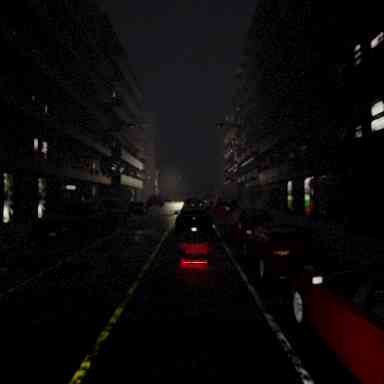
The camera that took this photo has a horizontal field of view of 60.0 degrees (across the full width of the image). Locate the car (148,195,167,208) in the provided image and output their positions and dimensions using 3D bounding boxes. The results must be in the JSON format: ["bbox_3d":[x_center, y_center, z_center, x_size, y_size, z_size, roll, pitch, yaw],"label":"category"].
[{"bbox_3d":[-5.300,1.306,48.352,2.192,1.841,5.009,1,0,0],"label":"car"}]

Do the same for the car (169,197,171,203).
[{"bbox_3d":[-5.311,1.616,70.477,1.802,1.307,4.206,1,0,0],"label":"car"}]

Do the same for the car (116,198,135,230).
[{"bbox_3d":[-5.294,1.297,20.700,2.192,1.841,5.009,1,0,0],"label":"car"}]

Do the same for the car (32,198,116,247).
[{"bbox_3d":[-5.294,1.300,15.170,2.192,1.841,5.009,1,0,0],"label":"car"}]

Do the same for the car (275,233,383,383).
[{"bbox_3d":[2.583,1.540,4.049,1.887,1.381,4.507,1,0,0],"label":"car"}]

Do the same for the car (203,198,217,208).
[{"bbox_3d":[2.540,1.574,48.298,1.802,1.307,4.206,1,0,0],"label":"car"}]

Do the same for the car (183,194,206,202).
[{"bbox_3d":[0.098,1.333,35.084,2.097,1.767,4.553,0,0,0],"label":"car"}]

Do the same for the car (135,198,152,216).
[{"bbox_3d":[-5.303,1.546,31.763,1.947,1.339,4.313,1,0,0],"label":"car"}]

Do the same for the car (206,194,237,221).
[{"bbox_3d":[2.550,1.295,26.172,2.192,1.841,5.009,1,0,0],"label":"car"}]

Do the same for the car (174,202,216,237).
[{"bbox_3d":[0.097,1.488,17.876,1.837,1.490,4.892,0,0,0],"label":"car"}]

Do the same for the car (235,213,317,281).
[{"bbox_3d":[2.582,1.534,9.579,1.887,1.381,4.507,1,0,0],"label":"car"}]

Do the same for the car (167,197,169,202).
[{"bbox_3d":[-5.307,1.544,53.884,1.887,1.381,4.507,1,0,0],"label":"car"}]

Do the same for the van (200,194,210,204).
[{"bbox_3d":[2.542,1.362,64.893,1.690,1.788,3.998,1,0,0],"label":"van"}]

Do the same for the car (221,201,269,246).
[{"bbox_3d":[2.591,1.426,15.111,1.967,1.590,4.097,1,0,0],"label":"car"}]
